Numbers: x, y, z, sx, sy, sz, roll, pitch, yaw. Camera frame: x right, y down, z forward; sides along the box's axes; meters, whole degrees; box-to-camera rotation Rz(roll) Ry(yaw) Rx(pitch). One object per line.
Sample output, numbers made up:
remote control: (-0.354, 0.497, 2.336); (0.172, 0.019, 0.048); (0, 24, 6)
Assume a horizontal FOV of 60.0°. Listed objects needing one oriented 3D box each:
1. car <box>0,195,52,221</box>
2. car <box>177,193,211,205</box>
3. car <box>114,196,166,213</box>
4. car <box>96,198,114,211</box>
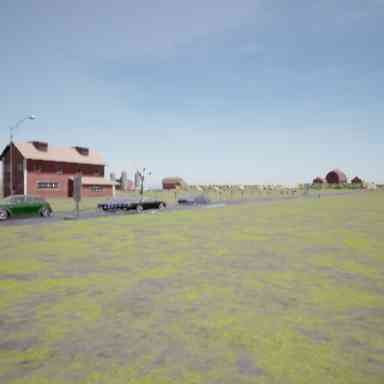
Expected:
car: (-12.725, 1.014, 24.228); (2.097, 1.767, 4.553); (1, 1, 36)
car: (0.348, 0.881, 42.305); (2.033, 1.411, 5.357); (1, 2, 35)
car: (-4.496, 1.157, 30.621); (1.895, 1.301, 4.718); (1, 1, 36)
car: (-6.702, 1.060, 32.560); (2.033, 1.411, 5.357); (1, 1, 36)
